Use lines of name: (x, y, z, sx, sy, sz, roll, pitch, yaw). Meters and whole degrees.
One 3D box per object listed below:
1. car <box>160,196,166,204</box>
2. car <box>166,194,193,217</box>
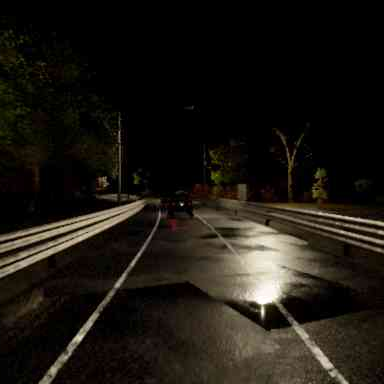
car: (-4.848, 1.510, 61.636, 2.033, 1.411, 5.357, 0, 0, -11)
car: (-1.155, 1.209, 31.969, 2.150, 2.045, 5.566, 0, 0, -5)
